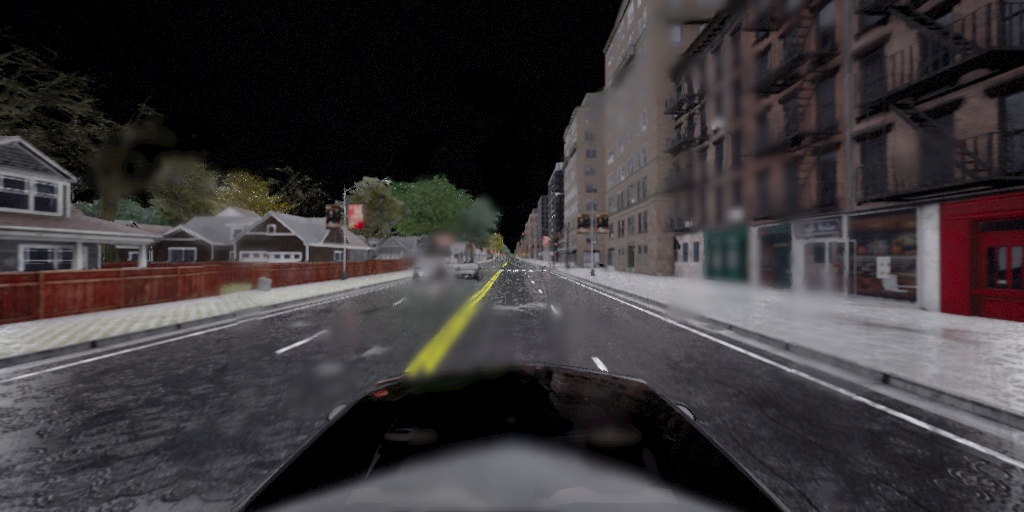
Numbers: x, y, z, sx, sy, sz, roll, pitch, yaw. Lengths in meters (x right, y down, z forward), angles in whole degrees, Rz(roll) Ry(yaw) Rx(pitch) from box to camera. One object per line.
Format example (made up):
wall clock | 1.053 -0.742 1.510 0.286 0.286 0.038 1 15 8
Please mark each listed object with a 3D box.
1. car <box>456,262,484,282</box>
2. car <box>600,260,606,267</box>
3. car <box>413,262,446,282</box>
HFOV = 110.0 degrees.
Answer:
car | -3.351 1.284 29.012 1.837 1.490 4.892 0 0 0
car | 16.376 1.349 55.844 4.207 1.307 1.802 0 0 0
car | -6.601 1.270 29.190 2.128 1.511 4.902 0 0 0
